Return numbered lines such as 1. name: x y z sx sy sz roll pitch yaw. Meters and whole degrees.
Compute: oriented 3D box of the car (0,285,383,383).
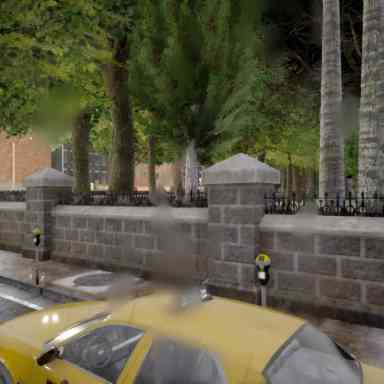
1. car: -0.221 1.526 2.976 4.829 1.417 1.752 0 -1 35
